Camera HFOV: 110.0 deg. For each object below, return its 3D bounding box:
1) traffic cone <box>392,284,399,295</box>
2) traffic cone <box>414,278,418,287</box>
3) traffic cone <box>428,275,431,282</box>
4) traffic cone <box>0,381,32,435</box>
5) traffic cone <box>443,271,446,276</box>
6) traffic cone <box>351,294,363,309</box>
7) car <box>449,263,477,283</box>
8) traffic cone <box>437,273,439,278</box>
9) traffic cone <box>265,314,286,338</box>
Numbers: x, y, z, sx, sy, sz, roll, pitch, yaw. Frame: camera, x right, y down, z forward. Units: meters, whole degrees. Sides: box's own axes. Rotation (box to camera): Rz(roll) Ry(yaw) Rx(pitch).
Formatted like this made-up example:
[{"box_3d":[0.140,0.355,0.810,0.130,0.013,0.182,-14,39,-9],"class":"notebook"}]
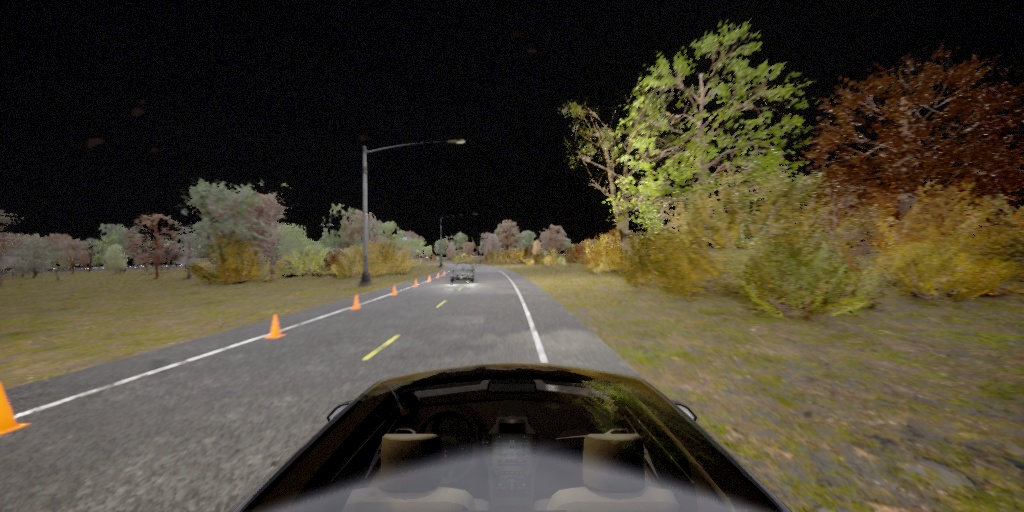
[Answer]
[{"box_3d":[-6.262,1.788,19.108,0.340,0.580,0.340,0,0,-2],"class":"traffic cone"},{"box_3d":[-6.452,1.798,24.070,0.340,0.580,0.340,0,0,-3],"class":"traffic cone"},{"box_3d":[-6.697,1.808,29.028,0.340,0.580,0.340,0,0,-3],"class":"traffic cone"},{"box_3d":[-6.033,1.768,4.217,0.340,0.580,0.340,0,0,0],"class":"traffic cone"},{"box_3d":[-7.355,1.835,38.935,0.340,0.580,0.340,0,0,-4],"class":"traffic cone"},{"box_3d":[-6.130,1.779,14.146,0.340,0.580,0.340,0,0,-1],"class":"traffic cone"},{"box_3d":[-3.857,1.328,28.679,1.837,1.490,4.892,-1,0,-3],"class":"car"},{"box_3d":[-6.998,1.821,33.983,0.340,0.580,0.340,0,0,-4],"class":"traffic cone"},{"box_3d":[-6.053,1.772,9.183,0.340,0.580,0.340,0,0,-1],"class":"traffic cone"}]
